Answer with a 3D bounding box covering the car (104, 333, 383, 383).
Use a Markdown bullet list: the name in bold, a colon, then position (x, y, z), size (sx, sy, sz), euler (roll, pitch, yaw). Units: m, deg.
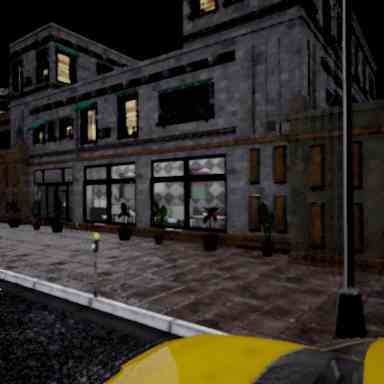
- **car**: position (1.382, 1.526, 1.901), size (4.829, 1.417, 1.752), euler (0, -1, 36)
